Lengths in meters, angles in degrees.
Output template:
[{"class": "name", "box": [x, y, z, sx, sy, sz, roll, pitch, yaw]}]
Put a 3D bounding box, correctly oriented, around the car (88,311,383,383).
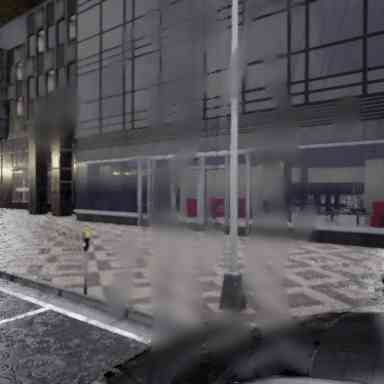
[{"class": "car", "box": [1.111, 1.565, 2.168, 4.313, 1.339, 1.947, 0, 0, 35]}]
